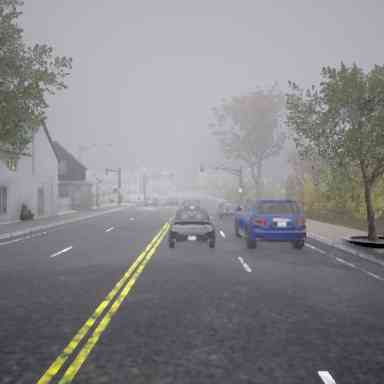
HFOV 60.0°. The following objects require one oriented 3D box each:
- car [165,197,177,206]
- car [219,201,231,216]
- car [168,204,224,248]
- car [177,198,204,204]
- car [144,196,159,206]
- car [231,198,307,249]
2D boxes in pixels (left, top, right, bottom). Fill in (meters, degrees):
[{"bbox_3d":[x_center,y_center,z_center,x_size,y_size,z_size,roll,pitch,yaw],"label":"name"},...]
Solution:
[{"bbox_3d":[-3.250,1.559,53.652,1.994,1.385,4.181,0,0,0],"label":"car"},{"bbox_3d":[3.250,1.549,29.652,2.033,1.411,5.357,0,0,0],"label":"car"},{"bbox_3d":[0.001,1.488,14.651,2.128,1.511,4.902,0,0,0],"label":"car"},{"bbox_3d":[0.000,1.351,29.621,2.097,1.767,4.553,0,0,0],"label":"car"},{"bbox_3d":[-6.499,1.479,53.651,2.128,1.511,4.902,0,0,0],"label":"car"},{"bbox_3d":[3.251,1.251,14.680,2.150,2.045,5.566,0,0,0],"label":"car"}]
